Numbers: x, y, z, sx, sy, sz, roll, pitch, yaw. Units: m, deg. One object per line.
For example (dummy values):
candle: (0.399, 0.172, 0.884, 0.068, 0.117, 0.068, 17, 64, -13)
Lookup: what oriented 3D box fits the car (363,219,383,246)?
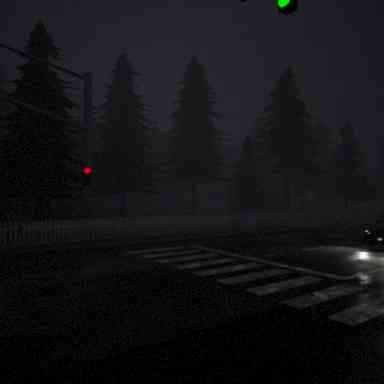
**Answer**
car: (9.714, 1.710, 15.205, 4.674, 1.442, 1.812, 1, -1, -36)
